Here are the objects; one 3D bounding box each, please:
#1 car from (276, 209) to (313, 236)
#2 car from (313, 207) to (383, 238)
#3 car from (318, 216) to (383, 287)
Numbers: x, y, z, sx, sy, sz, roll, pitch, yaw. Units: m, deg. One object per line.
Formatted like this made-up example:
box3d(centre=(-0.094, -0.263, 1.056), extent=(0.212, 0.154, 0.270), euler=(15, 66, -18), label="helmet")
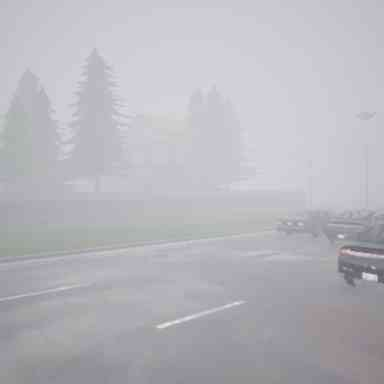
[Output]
box3d(centre=(6.819, 1.616, 18.121), extent=(5.357, 1.411, 2.033), euler=(0, -1, -39), label="car")
box3d(centre=(7.673, 1.522, 14.370), extent=(4.902, 1.511, 2.128), euler=(0, -1, -38), label="car")
box3d(centre=(5.510, 1.501, 8.219), extent=(4.902, 1.511, 2.128), euler=(0, -1, -38), label="car")
